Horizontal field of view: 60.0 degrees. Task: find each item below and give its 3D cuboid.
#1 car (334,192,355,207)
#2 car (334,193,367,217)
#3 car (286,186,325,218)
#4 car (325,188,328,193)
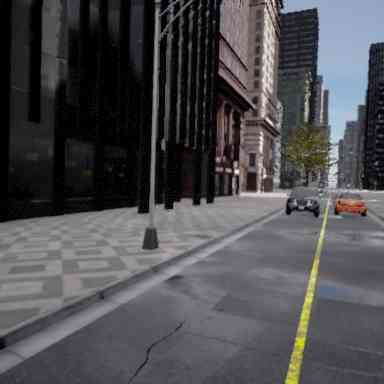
[{"bbox_3d":[16.844,0.828,36.907,1.994,1.385,4.181,3,2,23],"label":"car"},{"bbox_3d":[12.307,0.834,25.994,2.097,1.767,4.553,3,2,22],"label":"car"},{"bbox_3d":[8.303,0.633,24.433,2.150,2.045,5.566,3,2,23],"label":"car"},{"bbox_3d":[30.871,-0.189,77.789,1.837,1.490,4.892,3,2,23],"label":"car"}]
